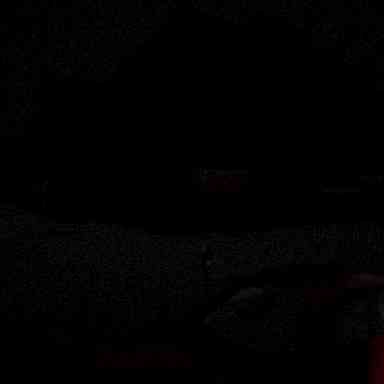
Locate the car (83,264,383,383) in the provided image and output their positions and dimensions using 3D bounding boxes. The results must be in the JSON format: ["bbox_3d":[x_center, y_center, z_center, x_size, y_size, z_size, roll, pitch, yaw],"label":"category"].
[{"bbox_3d":[1.163,1.544,3.543,4.507,1.381,1.887,0,0,-31],"label":"car"}]
